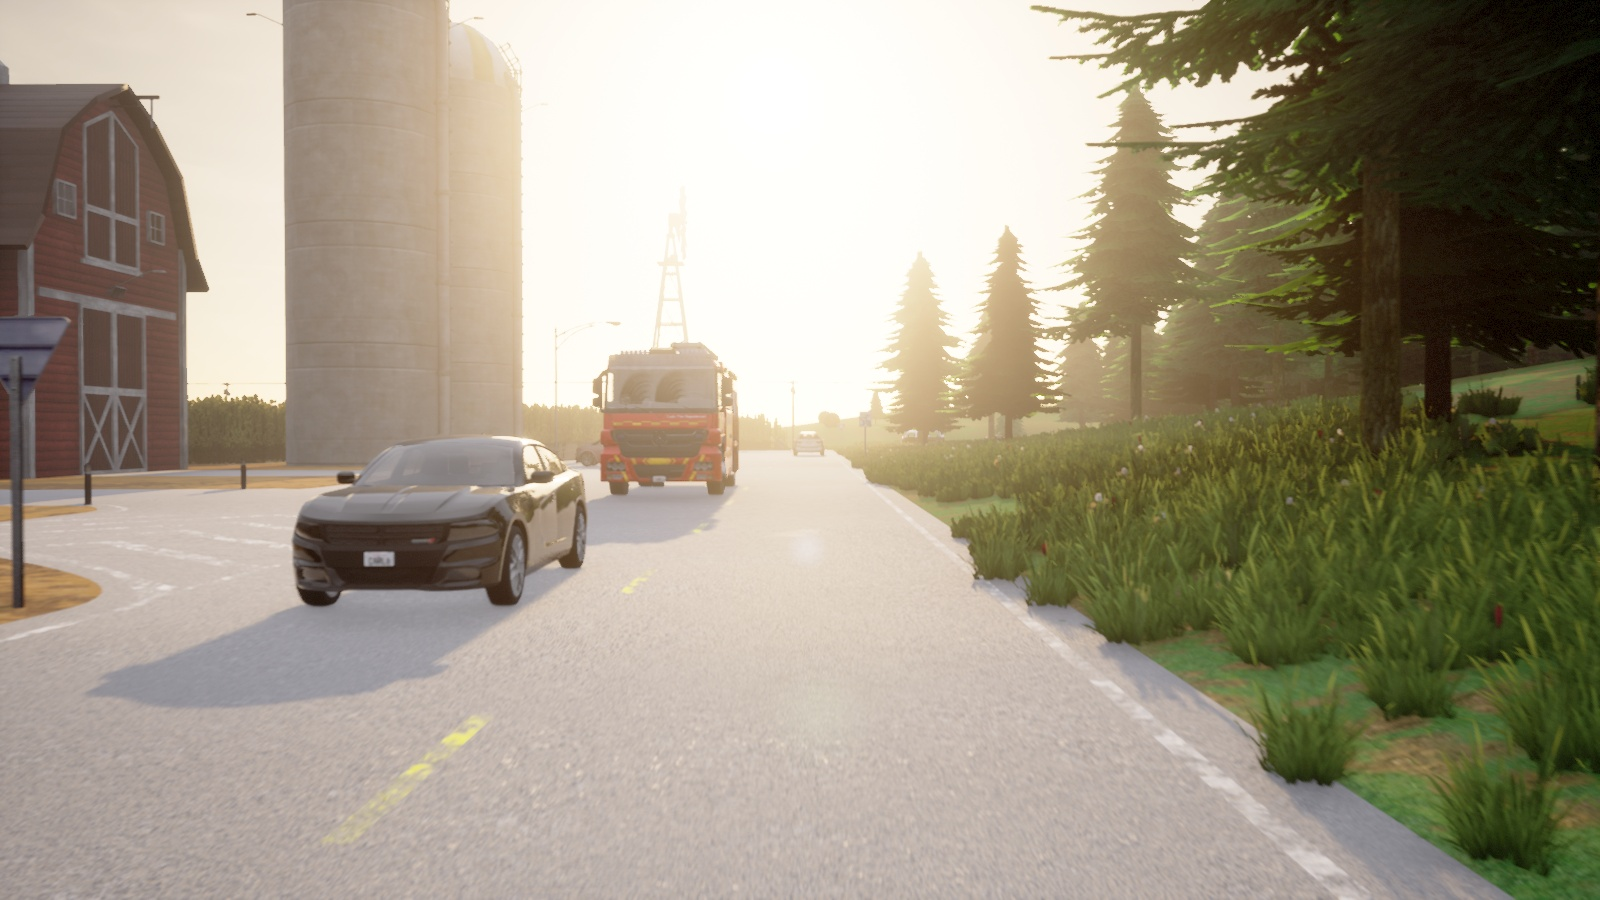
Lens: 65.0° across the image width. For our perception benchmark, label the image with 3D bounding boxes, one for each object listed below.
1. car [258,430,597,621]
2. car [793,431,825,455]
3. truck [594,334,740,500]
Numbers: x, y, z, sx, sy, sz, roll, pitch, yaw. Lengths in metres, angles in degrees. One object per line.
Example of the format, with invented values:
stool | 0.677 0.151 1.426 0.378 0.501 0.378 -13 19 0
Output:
car | -3.403 0.580 12.597 1.882 1.535 5.008 0 1 0
car | 0.632 -0.493 89.520 2.242 1.667 4.611 0 1 0
truck | -3.261 -0.812 33.149 2.891 3.827 8.468 0 1 0
